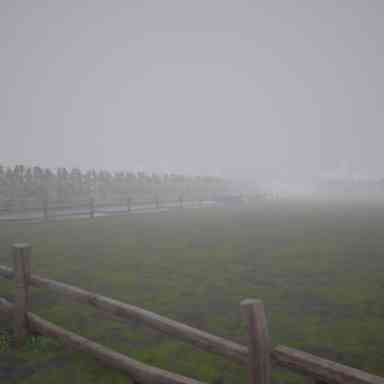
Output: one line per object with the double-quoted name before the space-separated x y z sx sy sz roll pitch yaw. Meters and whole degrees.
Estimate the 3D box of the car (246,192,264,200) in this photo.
"car" 11.247 0.721 58.692 1.895 1.301 4.718 1 1 29

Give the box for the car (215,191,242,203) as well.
"car" 5.798 0.610 49.205 2.097 1.767 4.553 1 2 31

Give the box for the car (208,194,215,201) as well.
"car" 4.291 0.779 52.214 1.895 1.301 4.718 1 1 31
